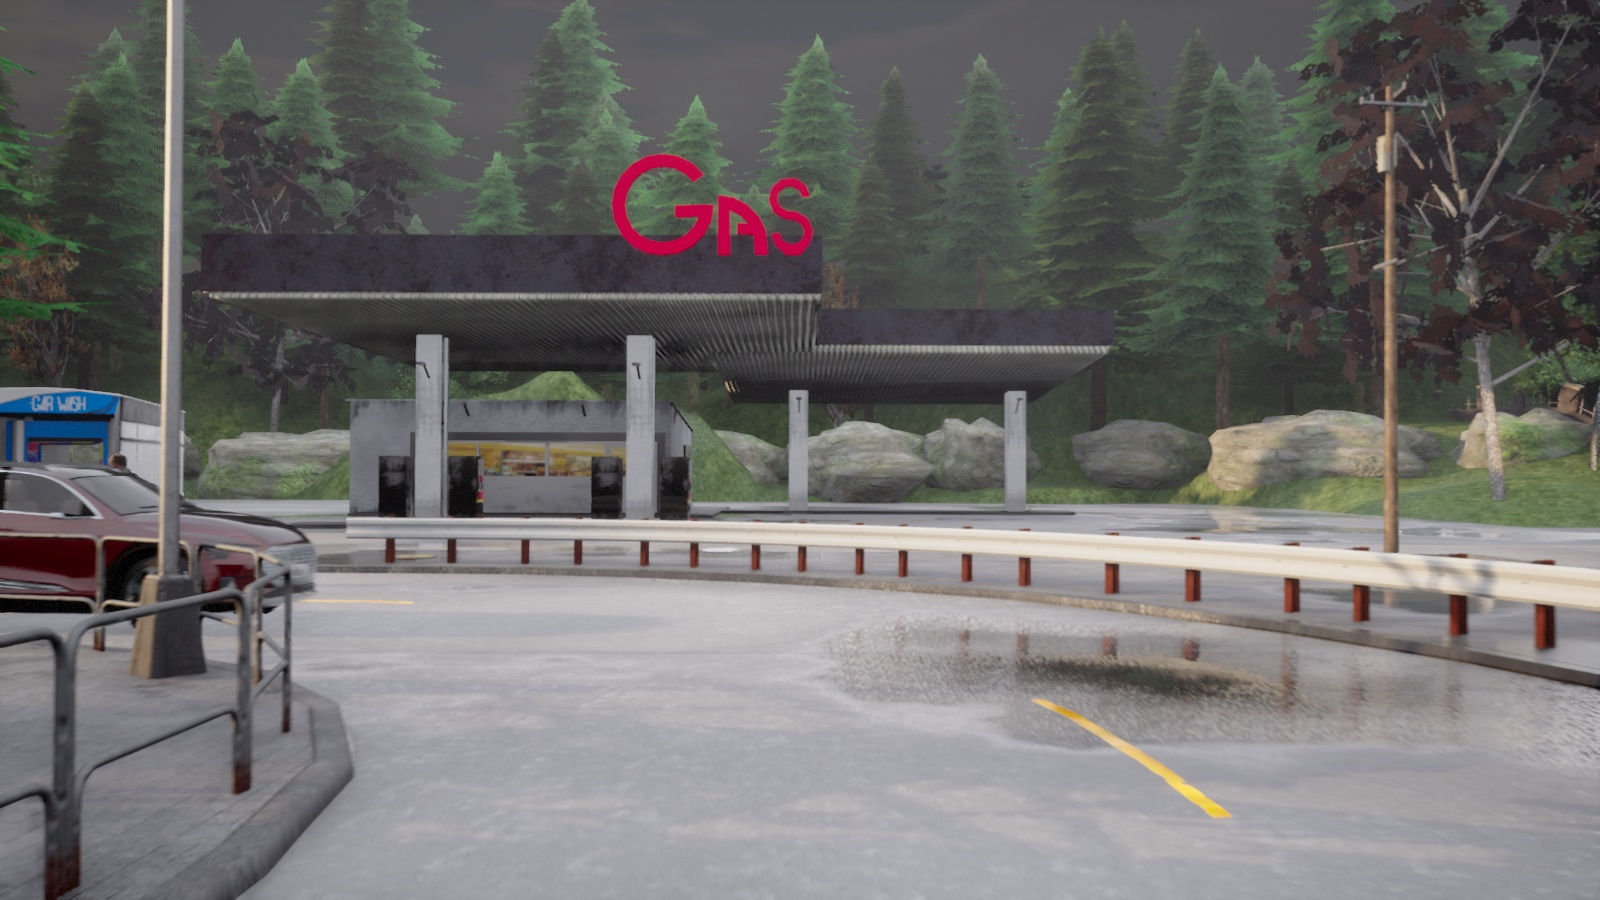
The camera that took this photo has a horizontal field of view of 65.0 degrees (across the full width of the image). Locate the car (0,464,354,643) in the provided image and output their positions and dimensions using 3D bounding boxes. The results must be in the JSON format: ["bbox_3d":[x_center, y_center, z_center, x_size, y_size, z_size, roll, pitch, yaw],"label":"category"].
[{"bbox_3d":[-7.358,0.990,12.851,4.856,1.649,2.033,0,-1,5],"label":"car"}]
